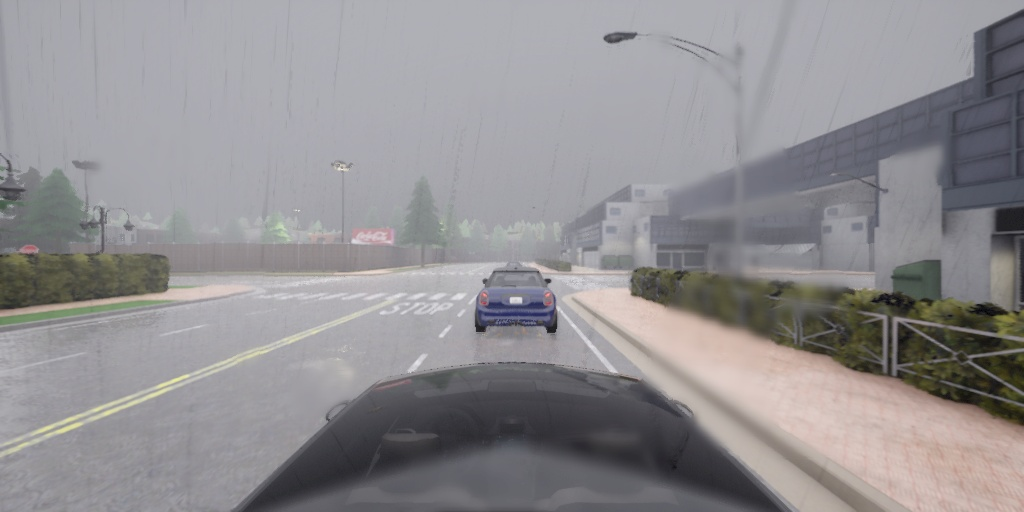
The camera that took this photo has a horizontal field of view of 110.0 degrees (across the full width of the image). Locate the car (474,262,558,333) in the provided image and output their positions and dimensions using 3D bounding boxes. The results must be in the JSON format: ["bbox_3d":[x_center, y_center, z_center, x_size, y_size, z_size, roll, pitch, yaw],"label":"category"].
[{"bbox_3d":[0.146,1.087,10.819,2.097,1.767,4.553,0,0,1],"label":"car"}]

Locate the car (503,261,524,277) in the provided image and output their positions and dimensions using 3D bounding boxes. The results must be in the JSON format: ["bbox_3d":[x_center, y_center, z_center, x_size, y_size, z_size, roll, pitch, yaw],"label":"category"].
[{"bbox_3d":[0.170,1.256,36.040,1.994,1.385,4.181,0,0,0],"label":"car"}]
